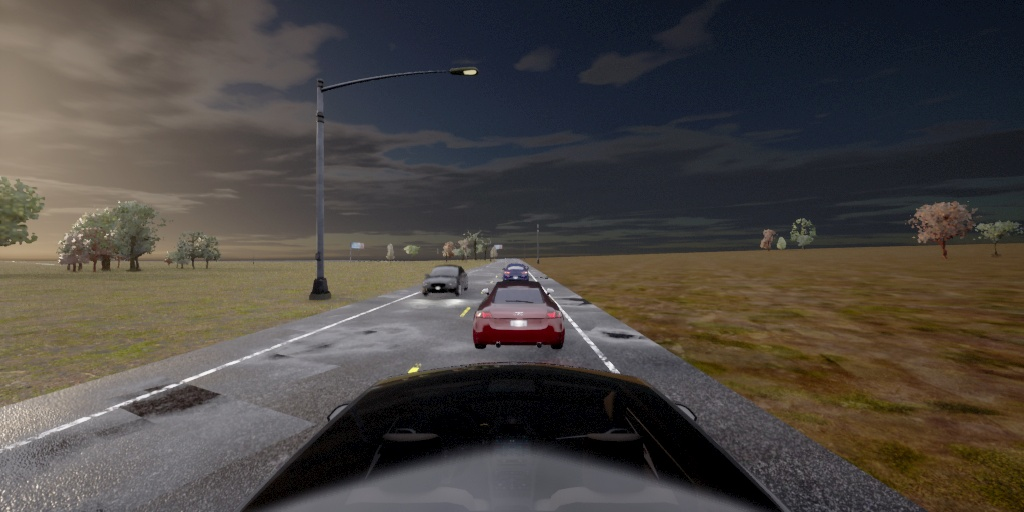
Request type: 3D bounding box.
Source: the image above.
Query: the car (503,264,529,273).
[{"bbox_3d":[0.292,1.281,26.460,1.812,1.442,4.674,0,0,1],"label":"car"}]

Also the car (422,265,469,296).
[{"bbox_3d":[-3.465,1.259,19.276,1.837,1.490,4.892,0,0,0],"label":"car"}]

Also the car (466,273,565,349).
[{"bbox_3d":[0.155,1.316,9.169,1.994,1.385,4.181,0,0,1],"label":"car"}]
